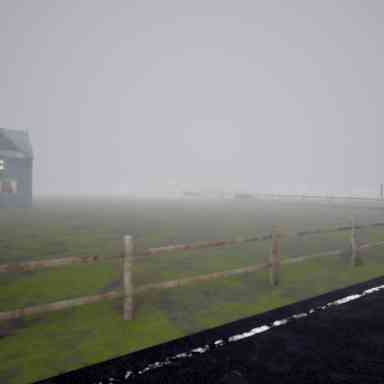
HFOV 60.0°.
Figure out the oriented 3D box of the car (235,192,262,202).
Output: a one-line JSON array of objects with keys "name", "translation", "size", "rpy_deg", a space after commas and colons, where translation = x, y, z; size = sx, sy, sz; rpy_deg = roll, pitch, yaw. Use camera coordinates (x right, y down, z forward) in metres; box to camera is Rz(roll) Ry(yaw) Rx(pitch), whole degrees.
[{"name": "car", "translation": [9.102, 0.763, 53.840], "size": [2.128, 1.511, 4.902], "rpy_deg": [0, 1, -35]}]
